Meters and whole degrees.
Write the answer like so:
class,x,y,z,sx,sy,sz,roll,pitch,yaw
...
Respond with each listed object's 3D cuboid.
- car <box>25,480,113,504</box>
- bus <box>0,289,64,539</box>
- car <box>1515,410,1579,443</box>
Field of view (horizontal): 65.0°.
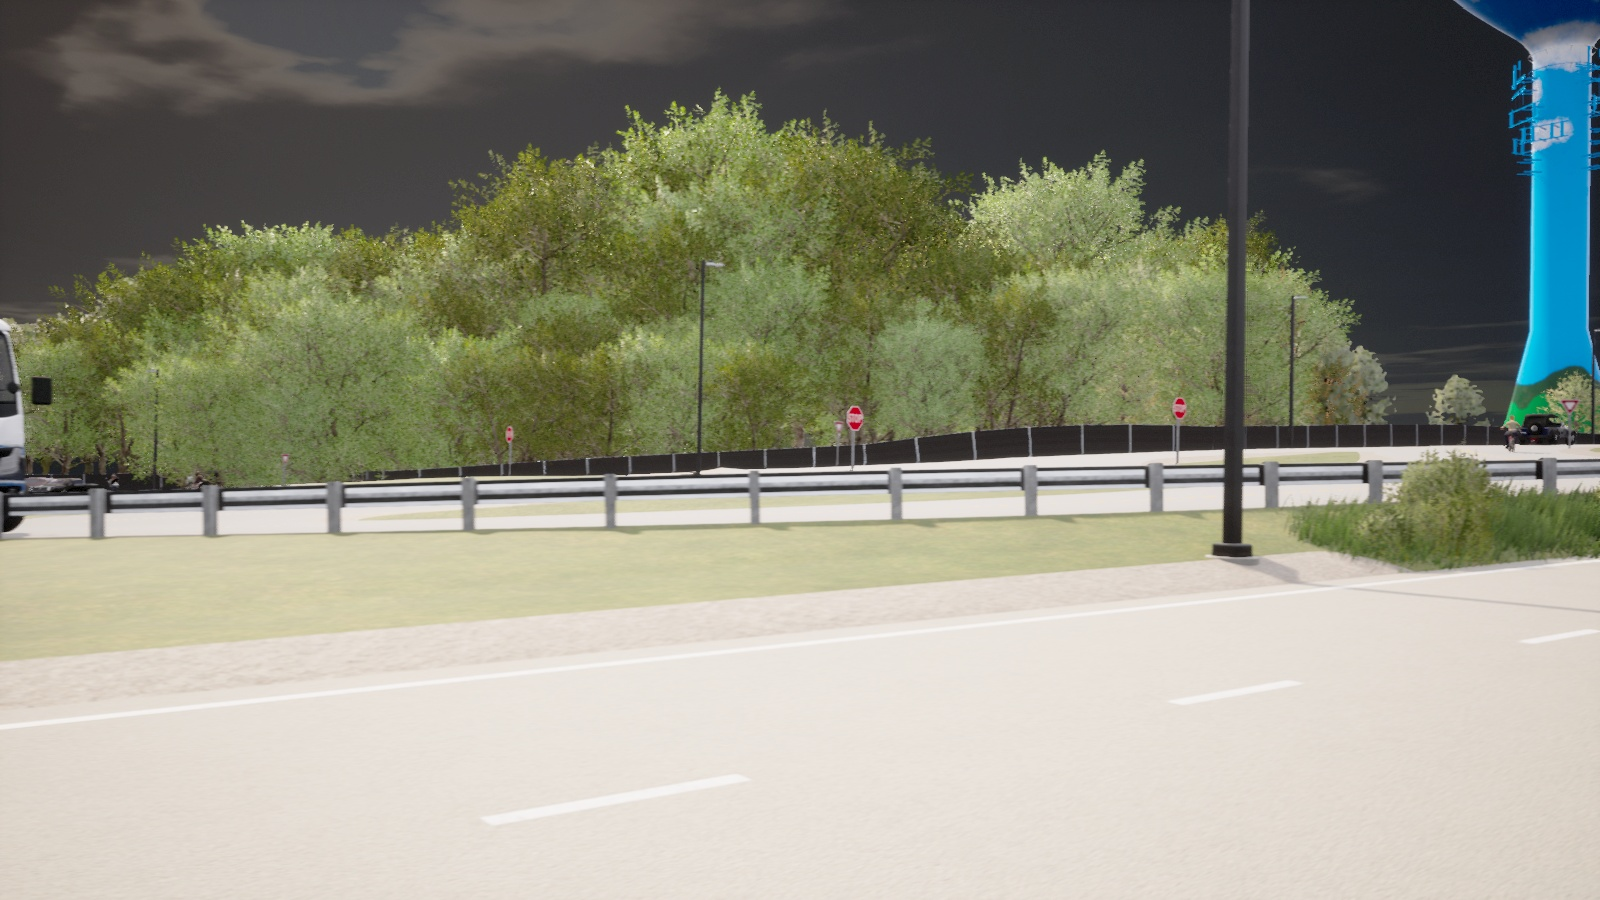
class,x,y,z,sx,sy,sz,roll,pitch,yaw
car,-44.369,2.554,76.363,1.895,1.301,4.718,0,0,13
bus,-17.774,-0.374,24.460,3.944,4.253,10.273,0,-3,-42
car,44.769,-1.406,75.237,3.866,1.878,1.905,0,-1,-36
